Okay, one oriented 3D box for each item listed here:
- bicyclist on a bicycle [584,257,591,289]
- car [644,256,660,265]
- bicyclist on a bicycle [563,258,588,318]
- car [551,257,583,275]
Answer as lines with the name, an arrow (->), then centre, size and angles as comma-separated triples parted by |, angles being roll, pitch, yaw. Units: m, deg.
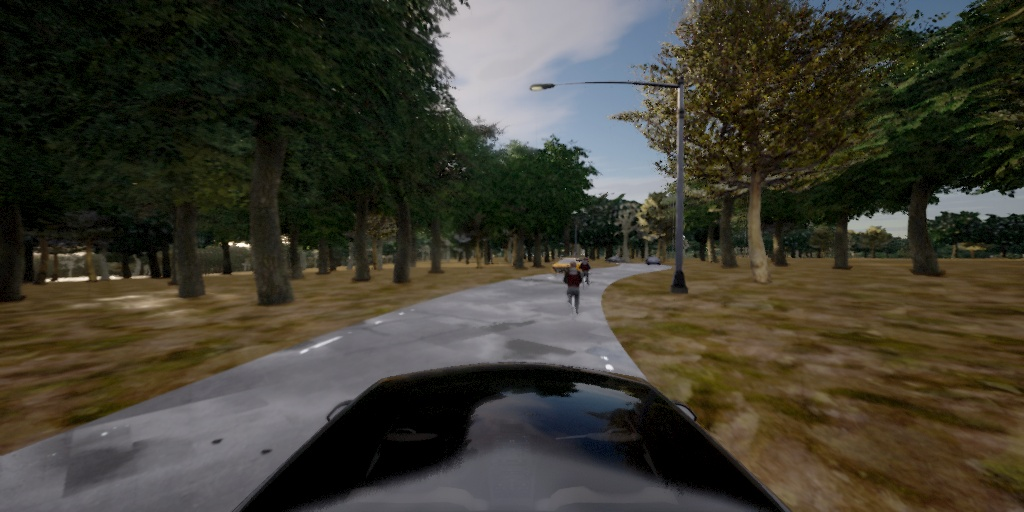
bicyclist on a bicycle -> 3.992, 0.948, 19.457 | 0.659, 1.776, 1.843 | 1, 1, 18
car -> 22.146, 0.731, 56.629 | 1.994, 1.385, 4.181 | 1, 0, 15
bicyclist on a bicycle -> 1.889, 1.053, 11.086 | 0.659, 1.776, 1.843 | 0, 1, 9
car -> 5.061, 0.880, 31.682 | 1.882, 1.535, 5.008 | 1, 1, 29
